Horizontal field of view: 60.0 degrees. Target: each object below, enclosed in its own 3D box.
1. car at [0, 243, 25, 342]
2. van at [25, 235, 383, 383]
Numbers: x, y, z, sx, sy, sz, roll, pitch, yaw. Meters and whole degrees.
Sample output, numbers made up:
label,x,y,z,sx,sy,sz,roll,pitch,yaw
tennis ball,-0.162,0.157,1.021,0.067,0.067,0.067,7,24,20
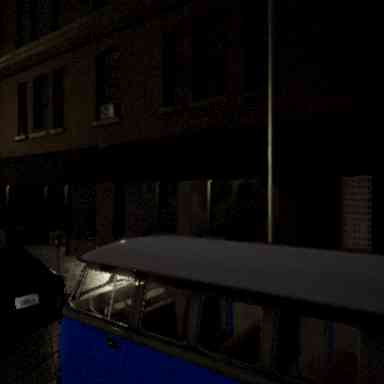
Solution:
label,x,y,z,sx,sy,sz,roll,pitch,yaw
car,-4.039,1.600,5.956,4.313,1.339,1.947,0,0,35
van,0.570,1.346,2.672,3.998,1.788,1.690,0,0,35
